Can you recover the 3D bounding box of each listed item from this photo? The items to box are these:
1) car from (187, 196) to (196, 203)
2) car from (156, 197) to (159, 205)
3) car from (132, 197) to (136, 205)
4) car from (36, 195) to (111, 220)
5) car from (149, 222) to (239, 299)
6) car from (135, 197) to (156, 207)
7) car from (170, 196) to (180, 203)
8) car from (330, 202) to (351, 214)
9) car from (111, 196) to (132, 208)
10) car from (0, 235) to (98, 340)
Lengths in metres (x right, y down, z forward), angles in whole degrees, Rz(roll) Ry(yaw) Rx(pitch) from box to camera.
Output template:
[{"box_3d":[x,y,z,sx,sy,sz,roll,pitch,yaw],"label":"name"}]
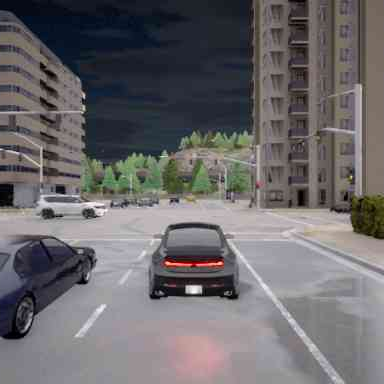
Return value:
[{"box_3d":[-0.155,1.552,73.833,1.882,1.535,5.008,0,0,0],"label":"car"},{"box_3d":[-7.199,1.626,61.871,1.994,1.385,4.181,0,0,0],"label":"car"},{"box_3d":[-10.699,1.564,58.265,1.837,1.490,4.892,0,0,0],"label":"car"},{"box_3d":[-9.975,1.248,27.582,5.566,2.045,2.150,0,0,0],"label":"car"},{"box_3d":[0.045,1.513,8.425,1.837,1.490,4.892,0,0,0],"label":"car"},{"box_3d":[-7.204,1.578,51.958,1.812,1.442,4.674,0,0,-1],"label":"car"},{"box_3d":[-3.600,1.573,70.480,1.837,1.490,4.892,0,0,0],"label":"car"},{"box_3d":[17.271,1.582,34.567,5.357,1.411,2.033,0,0,0],"label":"car"},{"box_3d":[-10.701,1.541,48.991,2.128,1.511,4.902,0,0,0],"label":"car"},{"box_3d":[-3.464,1.554,6.494,2.033,1.411,5.357,0,0,0],"label":"car"}]
